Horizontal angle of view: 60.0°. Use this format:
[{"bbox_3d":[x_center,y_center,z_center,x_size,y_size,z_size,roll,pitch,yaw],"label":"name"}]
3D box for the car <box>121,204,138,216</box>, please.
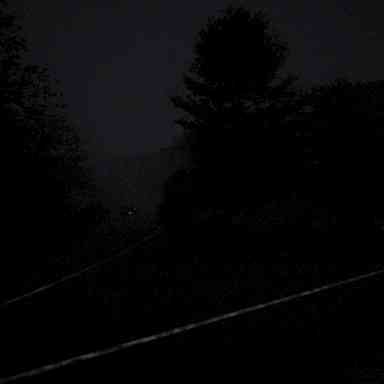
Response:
[{"bbox_3d":[-7.816,2.208,41.297,1.895,1.301,4.718,-7,0,-14],"label":"car"}]
